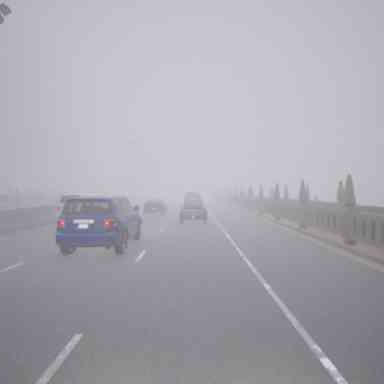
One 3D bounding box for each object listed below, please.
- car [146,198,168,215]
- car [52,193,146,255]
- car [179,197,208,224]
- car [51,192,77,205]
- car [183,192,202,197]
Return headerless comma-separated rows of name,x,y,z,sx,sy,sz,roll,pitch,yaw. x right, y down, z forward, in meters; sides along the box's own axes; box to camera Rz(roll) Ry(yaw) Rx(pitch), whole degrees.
car,-3.401,1.321,31.571,1.882,1.535,5.008,0,0,0
car,-3.401,1.147,13.099,2.150,2.045,5.566,0,0,0
car,0.099,1.368,23.701,2.128,1.511,4.902,0,0,0
car,-21.003,0.982,54.927,2.150,2.045,5.566,0,0,0
car,0.098,1.024,41.480,2.150,2.045,5.566,0,0,0
